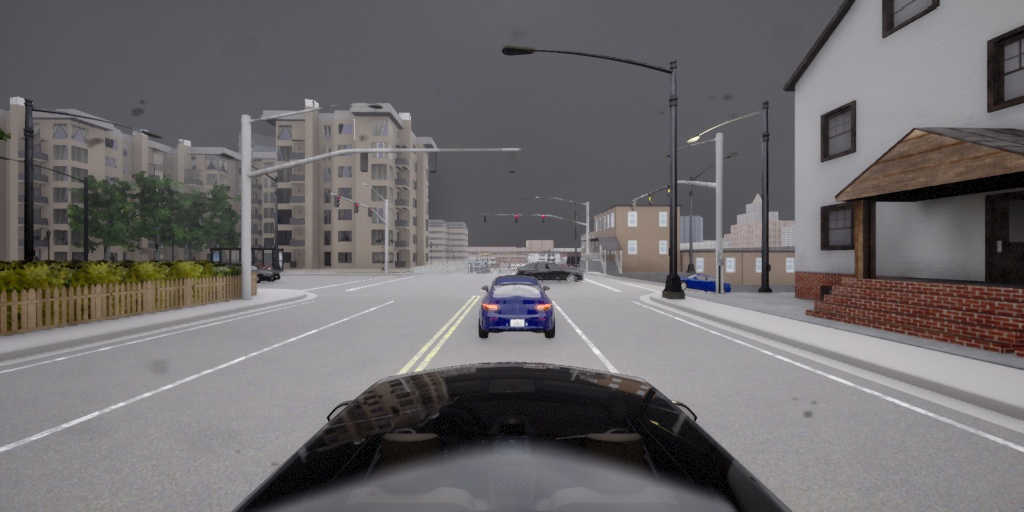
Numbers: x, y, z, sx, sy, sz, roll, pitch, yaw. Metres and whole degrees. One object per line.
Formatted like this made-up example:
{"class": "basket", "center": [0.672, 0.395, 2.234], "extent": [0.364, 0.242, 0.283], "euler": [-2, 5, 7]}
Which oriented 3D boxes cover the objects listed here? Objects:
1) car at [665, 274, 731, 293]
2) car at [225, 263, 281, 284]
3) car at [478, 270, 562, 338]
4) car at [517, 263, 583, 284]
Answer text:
{"class": "car", "center": [15.379, 2.209, 29.696], "extent": [5.008, 1.535, 1.882], "euler": [9, 0, 1]}
{"class": "car", "center": [-19.809, 1.252, 26.510], "extent": [4.892, 1.490, 1.837], "euler": [1, 0, 1]}
{"class": "car", "center": [0.110, 1.276, 10.013], "extent": [1.812, 1.442, 4.674], "euler": [0, 0, 0]}
{"class": "car", "center": [2.719, 1.221, 26.154], "extent": [4.892, 1.490, 1.837], "euler": [0, 0, 1]}
